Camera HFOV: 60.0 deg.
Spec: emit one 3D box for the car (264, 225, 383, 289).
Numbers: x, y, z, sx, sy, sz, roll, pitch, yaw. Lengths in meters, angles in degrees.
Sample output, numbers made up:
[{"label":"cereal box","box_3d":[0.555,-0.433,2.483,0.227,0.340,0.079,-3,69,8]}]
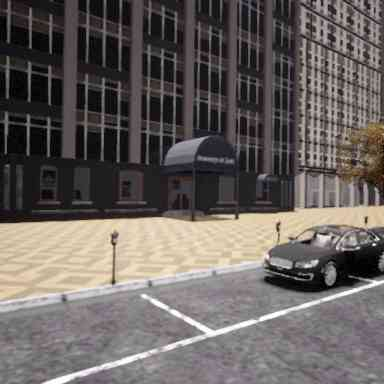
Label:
[{"label":"car","box_3d":[3.913,1.631,9.340,4.403,1.369,2.008,1,0,-35]}]
